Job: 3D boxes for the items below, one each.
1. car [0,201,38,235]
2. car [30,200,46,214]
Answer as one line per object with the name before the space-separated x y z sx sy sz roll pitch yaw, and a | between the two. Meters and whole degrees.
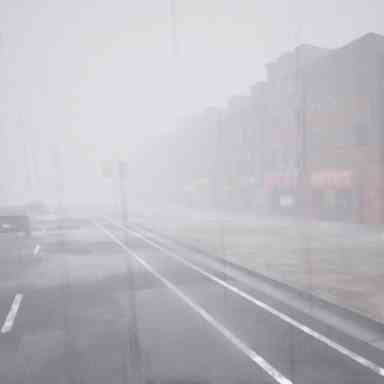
car | -9.774 1.474 18.253 1.882 1.535 5.008 0 0 -22
car | -16.598 1.561 35.390 1.812 1.442 4.674 0 0 -22
